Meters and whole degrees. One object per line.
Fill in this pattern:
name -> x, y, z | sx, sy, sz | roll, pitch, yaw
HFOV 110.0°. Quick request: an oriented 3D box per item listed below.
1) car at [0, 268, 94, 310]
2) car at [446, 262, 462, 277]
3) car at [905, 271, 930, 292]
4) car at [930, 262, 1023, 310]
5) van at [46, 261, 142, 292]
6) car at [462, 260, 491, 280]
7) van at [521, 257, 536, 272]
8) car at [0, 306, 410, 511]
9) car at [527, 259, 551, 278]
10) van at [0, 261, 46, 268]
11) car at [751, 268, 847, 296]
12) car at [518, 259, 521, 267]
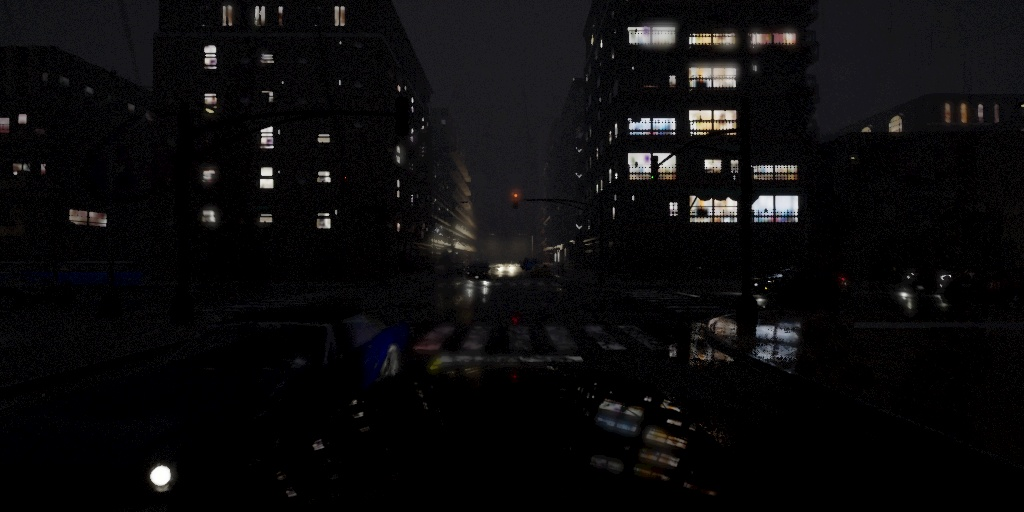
car -> -19.364, 1.290, 13.663 | 4.403, 1.370, 2.007 | 0, 0, 1
car -> -5.522, 1.317, 36.022 | 2.007, 1.370, 4.403 | 0, 0, 0
car -> 23.387, 1.074, 18.520 | 4.553, 1.767, 2.097 | 0, -1, 1
car -> 18.663, 1.103, 13.157 | 4.097, 1.591, 1.967 | 0, 0, 1
van -> -24.853, 1.191, 21.617 | 3.998, 1.789, 1.690 | 0, 0, 1
car -> -2.818, 1.311, 31.278 | 2.033, 1.411, 5.357 | 0, 0, 0
van -> 2.495, 1.119, 47.418 | 1.690, 1.789, 3.998 | 0, 0, 0
car -> -2.755, 1.351, 4.208 | 1.895, 1.301, 4.718 | 0, 0, 0
car -> 2.623, 1.290, 33.585 | 1.751, 1.417, 4.829 | 0, 0, 0
van -> -30.447, 1.201, 21.691 | 3.998, 1.789, 1.690 | 0, 0, 1
car -> 14.688, 1.304, 18.634 | 4.181, 1.385, 1.994 | 0, -1, 1
car -> 2.450, 1.100, 53.071 | 2.192, 1.841, 5.009 | 0, 0, 0
